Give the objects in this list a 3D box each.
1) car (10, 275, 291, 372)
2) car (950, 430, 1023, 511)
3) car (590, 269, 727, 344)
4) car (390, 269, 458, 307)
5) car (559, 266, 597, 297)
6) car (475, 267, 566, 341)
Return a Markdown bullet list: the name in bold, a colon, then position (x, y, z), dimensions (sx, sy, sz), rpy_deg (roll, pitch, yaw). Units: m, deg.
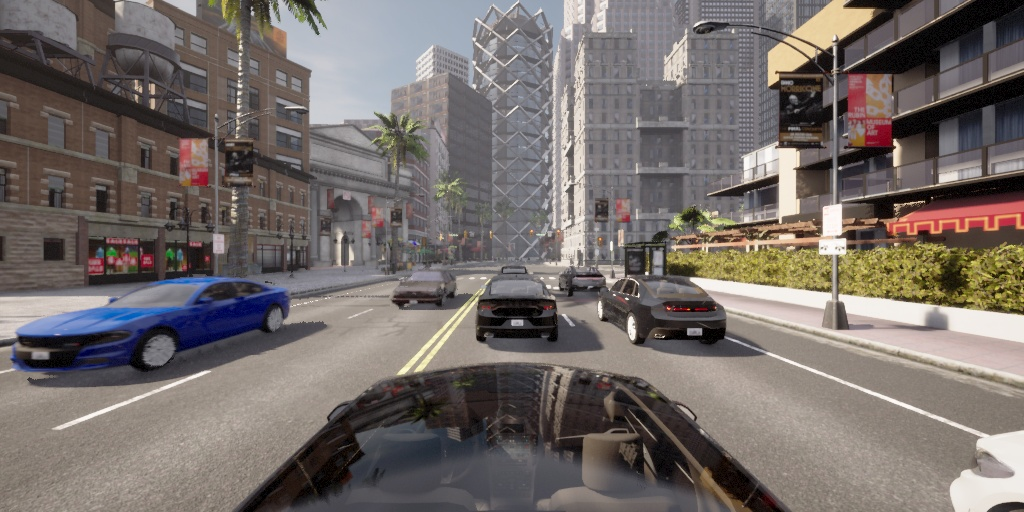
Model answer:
- **car**: position (-7.097, 1.227, 7.897), dimensions (1.882, 1.535, 5.008), rpy_deg (0, 0, 0)
- **car**: position (3.662, 1.276, 0.218), dimensions (1.812, 1.442, 4.674), rpy_deg (0, 0, -1)
- **car**: position (3.609, 1.255, 9.523), dimensions (1.837, 1.490, 4.892), rpy_deg (0, 0, 0)
- **car**: position (-3.575, 1.298, 15.726), dimensions (2.033, 1.411, 5.357), rpy_deg (0, 0, 0)
- **car**: position (3.602, 1.241, 18.929), dimensions (2.128, 1.511, 4.902), rpy_deg (0, 0, 0)
- **car**: position (0.109, 1.228, 9.878), dimensions (1.882, 1.535, 5.008), rpy_deg (0, 0, 0)
